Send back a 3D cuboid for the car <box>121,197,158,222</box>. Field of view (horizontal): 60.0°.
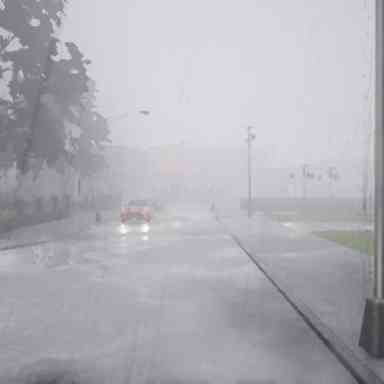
[{"bbox_3d":[-4.095,1.314,25.772,2.097,1.767,4.553,0,0,0],"label":"car"}]

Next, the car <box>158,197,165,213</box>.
[{"bbox_3d":[-4.073,1.299,36.024,2.097,1.767,4.553,0,0,0],"label":"car"}]
